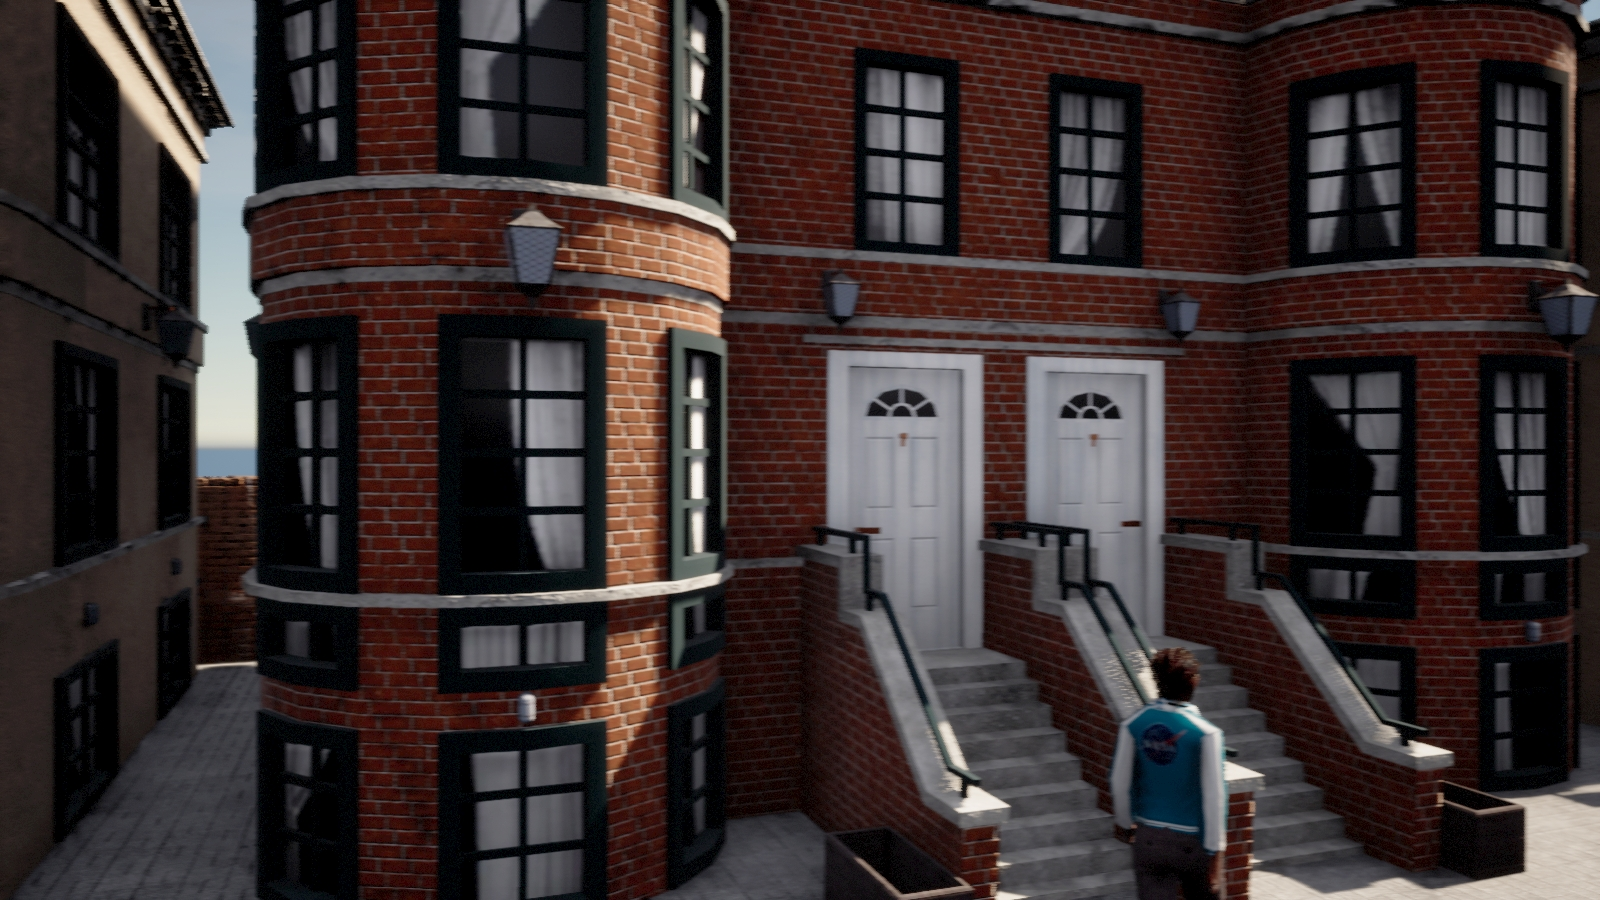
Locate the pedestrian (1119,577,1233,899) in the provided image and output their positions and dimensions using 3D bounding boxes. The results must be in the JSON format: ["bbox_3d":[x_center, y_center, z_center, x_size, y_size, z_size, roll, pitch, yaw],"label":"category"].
[{"bbox_3d":[1.670,1.525,5.071,0.375,1.860,0.375,0,0,38],"label":"pedestrian"}]
